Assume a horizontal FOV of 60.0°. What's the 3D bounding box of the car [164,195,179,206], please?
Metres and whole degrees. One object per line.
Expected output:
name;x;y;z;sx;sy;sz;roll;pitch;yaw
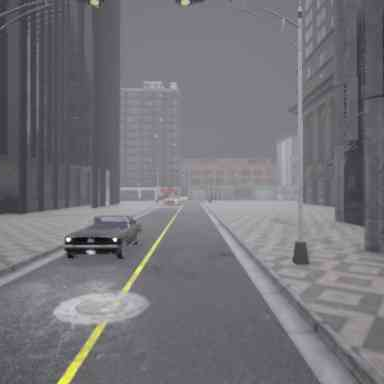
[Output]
car;-3.088;1.213;50.580;2.097;1.767;4.553;0;0;0

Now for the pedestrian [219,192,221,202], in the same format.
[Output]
pedestrian;5.623;0.990;66.596;0.375;1.860;0.375;0;0;0

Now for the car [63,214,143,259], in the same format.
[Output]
car;-3.103;1.545;12.433;1.895;1.301;4.718;0;0;0
